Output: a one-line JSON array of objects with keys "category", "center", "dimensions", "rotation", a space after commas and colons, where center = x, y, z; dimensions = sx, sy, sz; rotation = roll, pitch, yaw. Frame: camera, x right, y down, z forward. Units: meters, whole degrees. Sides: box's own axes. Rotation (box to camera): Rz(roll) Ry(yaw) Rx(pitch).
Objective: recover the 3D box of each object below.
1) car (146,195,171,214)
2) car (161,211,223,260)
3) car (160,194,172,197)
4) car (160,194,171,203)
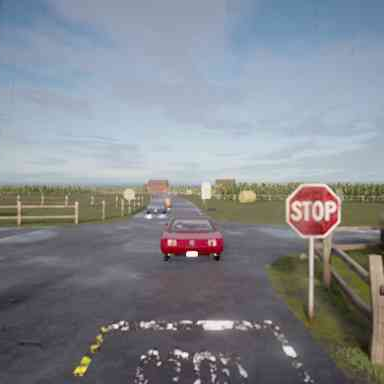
[{"category": "car", "center": [-3.468, 1.357, 33.458], "dimensions": [2.033, 1.411, 5.357], "rotation": [0, 0, -2]}, {"category": "car", "center": [-0.020, 1.530, 12.071], "dimensions": [1.895, 1.301, 4.718], "rotation": [0, 0, -1]}, {"category": "car", "center": [-3.857, 1.108, 43.339], "dimensions": [2.097, 1.767, 4.553], "rotation": [0, 0, -3]}, {"category": "car", "center": [-4.694, 1.166, 60.372], "dimensions": [1.837, 1.490, 4.892], "rotation": [0, 0, -3]}]
